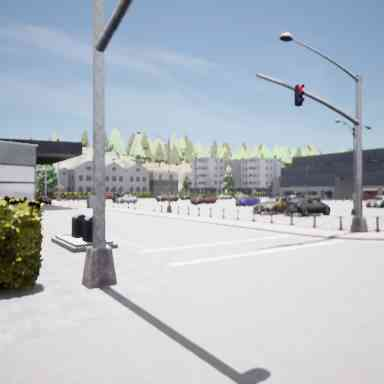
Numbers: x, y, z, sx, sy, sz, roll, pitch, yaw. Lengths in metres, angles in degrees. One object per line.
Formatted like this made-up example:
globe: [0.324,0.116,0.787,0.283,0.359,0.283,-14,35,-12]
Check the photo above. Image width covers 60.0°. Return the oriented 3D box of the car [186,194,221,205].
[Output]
car: [1.854,1.212,53.235,4.514,1.523,2.007,0,0,-35]

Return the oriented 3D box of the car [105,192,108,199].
car: [-21.927,0.953,83.409,5.566,2.045,2.150,0,0,-35]

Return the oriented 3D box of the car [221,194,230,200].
car: [7.404,1.099,76.313,3.806,1.475,1.970,0,0,-35]

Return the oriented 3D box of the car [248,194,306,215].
car: [8.042,1.266,30.915,5.027,1.636,2.152,0,0,-35]

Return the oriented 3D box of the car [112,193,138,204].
car: [-11.627,1.296,58.963,3.806,1.475,1.970,0,0,-35]

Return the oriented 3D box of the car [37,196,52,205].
car: [-25.232,1.456,56.514,2.128,1.511,4.902,0,0,-35]

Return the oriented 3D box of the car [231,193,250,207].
car: [7.545,1.234,45.020,3.633,1.501,1.845,0,0,-35]

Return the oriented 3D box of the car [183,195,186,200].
car: [-0.472,1.183,75.277,4.514,1.523,2.007,0,0,-35]

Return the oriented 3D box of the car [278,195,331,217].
car: [9.882,1.275,28.374,4.514,1.523,2.007,0,0,-35]

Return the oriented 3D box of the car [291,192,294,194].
car: [18.676,0.943,60.752,3.866,1.878,1.905,0,0,-35]

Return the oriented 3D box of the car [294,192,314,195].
car: [20.679,0.963,58.607,4.605,1.855,1.932,0,0,-35]

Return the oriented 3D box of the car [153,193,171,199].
car: [-8.386,1.038,92.820,4.553,1.767,2.097,0,0,-35]

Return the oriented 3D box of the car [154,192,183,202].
car: [-4.700,1.010,63.852,4.605,1.855,1.932,0,0,-35]

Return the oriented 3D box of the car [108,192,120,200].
car: [-13.032,1.010,62.037,3.866,1.878,1.905,0,0,-35]

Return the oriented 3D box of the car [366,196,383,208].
car: [23.425,1.270,41.489,3.806,1.475,1.970,0,0,-35]
